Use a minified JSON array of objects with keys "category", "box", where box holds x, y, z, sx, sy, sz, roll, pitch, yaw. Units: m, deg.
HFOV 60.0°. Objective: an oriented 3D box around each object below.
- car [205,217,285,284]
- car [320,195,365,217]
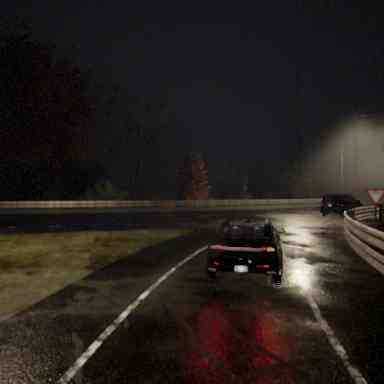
[{"category":"car","box":[1.641,1.492,9.743,2.128,1.511,4.902,0,0,13]},{"category":"car","box":[13.997,1.252,30.793,5.566,2.045,2.150,0,0,-42]}]
